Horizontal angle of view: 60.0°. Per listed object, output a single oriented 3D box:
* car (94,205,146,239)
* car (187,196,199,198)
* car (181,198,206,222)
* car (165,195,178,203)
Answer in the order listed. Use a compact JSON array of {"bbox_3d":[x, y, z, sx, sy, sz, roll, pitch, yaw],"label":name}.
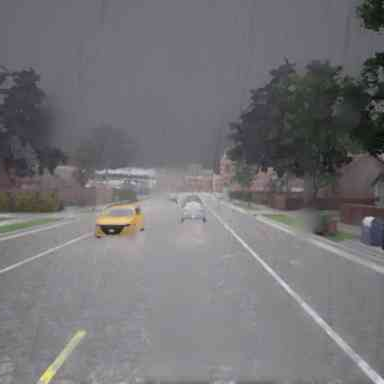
[{"bbox_3d":[-3.594,1.446,17.332,1.882,1.535,5.008,0,0,0],"label":"car"},{"bbox_3d":[0.094,1.212,39.300,2.097,1.767,4.553,0,0,0],"label":"car"},{"bbox_3d":[0.110,1.467,25.341,1.812,1.442,4.674,0,0,0],"label":"car"},{"bbox_3d":[-3.522,1.231,58.588,1.812,1.442,4.674,0,0,1],"label":"car"}]
